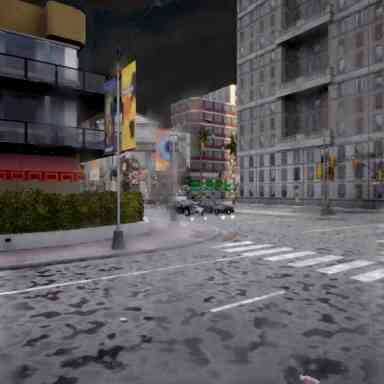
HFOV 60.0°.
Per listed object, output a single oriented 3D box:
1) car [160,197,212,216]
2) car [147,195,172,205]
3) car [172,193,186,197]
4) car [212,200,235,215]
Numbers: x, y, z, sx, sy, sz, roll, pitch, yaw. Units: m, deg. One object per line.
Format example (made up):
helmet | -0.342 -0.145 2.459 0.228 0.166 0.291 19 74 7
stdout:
car | -0.657 1.491 32.176 2.128 1.511 4.902 0 0 -35
car | -6.270 1.504 59.585 1.837 1.490 4.892 0 0 -44
car | -2.557 1.220 62.268 2.150 2.045 5.566 0 0 -15
car | 2.028 1.546 34.440 2.033 1.411 5.357 0 0 -35
